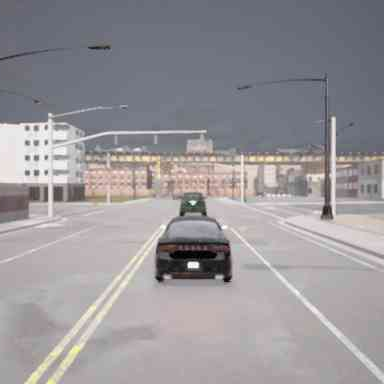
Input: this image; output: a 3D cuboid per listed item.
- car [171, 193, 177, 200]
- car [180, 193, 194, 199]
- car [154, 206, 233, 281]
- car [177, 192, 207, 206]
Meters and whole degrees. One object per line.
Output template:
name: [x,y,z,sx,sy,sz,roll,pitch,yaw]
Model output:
car: [-3.449,1.060,74.130,1.837,1.490,4.892,0,0,0]
car: [-1.390,0.942,90.236,1.882,1.535,5.008,0,0,23]
car: [0.056,1.419,9.726,1.882,1.535,5.008,0,1,1]
car: [0.097,1.018,29.339,2.150,2.045,5.566,0,1,0]
